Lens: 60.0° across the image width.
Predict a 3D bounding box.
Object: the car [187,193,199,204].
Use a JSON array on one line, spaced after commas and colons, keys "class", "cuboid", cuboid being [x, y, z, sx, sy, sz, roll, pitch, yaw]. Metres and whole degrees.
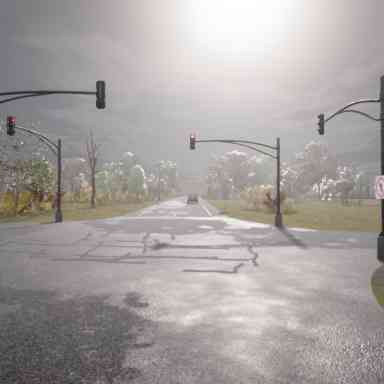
[{"class": "car", "cuboid": [0.176, 1.292, 67.639, 2.150, 2.045, 5.566, 0, 0, 0]}]
